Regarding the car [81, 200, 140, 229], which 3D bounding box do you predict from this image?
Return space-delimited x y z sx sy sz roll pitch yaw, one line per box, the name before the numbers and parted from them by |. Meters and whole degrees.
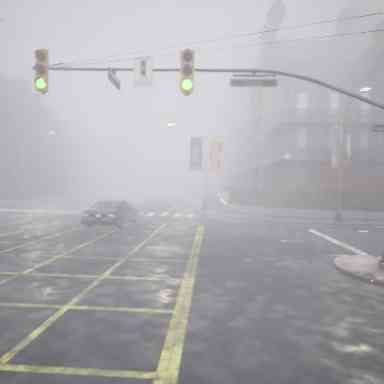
car | -4.244 1.115 18.014 2.033 1.411 5.357 1 1 3
